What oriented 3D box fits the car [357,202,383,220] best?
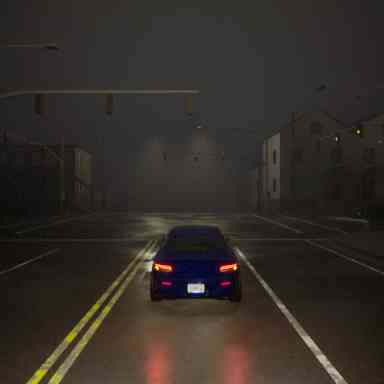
[{"bbox_3d":[16.372,1.525,27.892,4.674,1.442,1.812,0,0,-1],"label":"car"}]

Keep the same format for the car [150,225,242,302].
[{"bbox_3d":[0.087,1.525,8.142,1.812,1.442,4.674,0,0,0],"label":"car"}]
